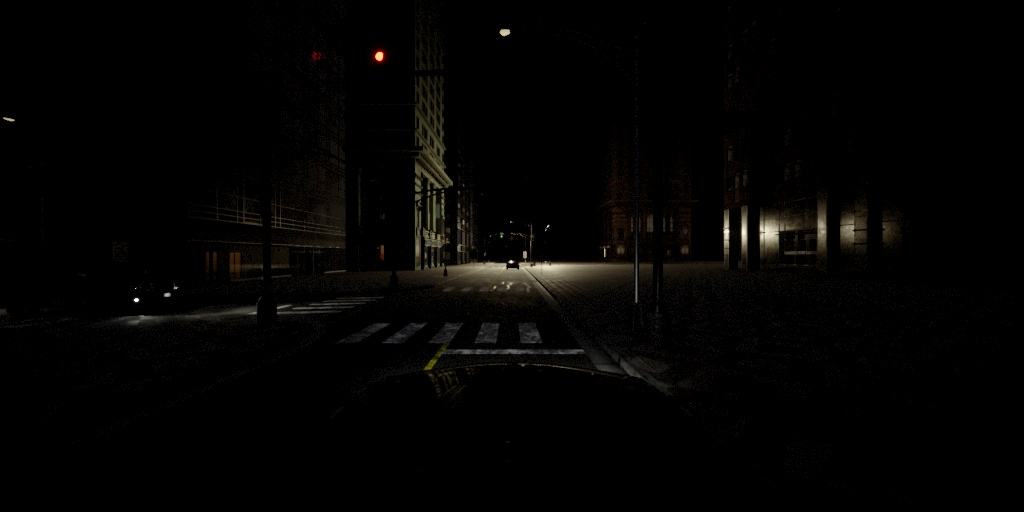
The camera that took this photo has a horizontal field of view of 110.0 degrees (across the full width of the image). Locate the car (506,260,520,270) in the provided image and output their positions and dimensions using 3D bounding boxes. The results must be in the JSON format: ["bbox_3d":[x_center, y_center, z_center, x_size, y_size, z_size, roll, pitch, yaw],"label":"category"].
[{"bbox_3d":[0.111,1.325,53.476,1.994,1.385,4.181,0,0,0],"label":"car"}]

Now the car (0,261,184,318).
[{"bbox_3d":[-16.104,1.192,13.855,5.566,2.045,2.150,-1,0,0],"label":"car"}]
